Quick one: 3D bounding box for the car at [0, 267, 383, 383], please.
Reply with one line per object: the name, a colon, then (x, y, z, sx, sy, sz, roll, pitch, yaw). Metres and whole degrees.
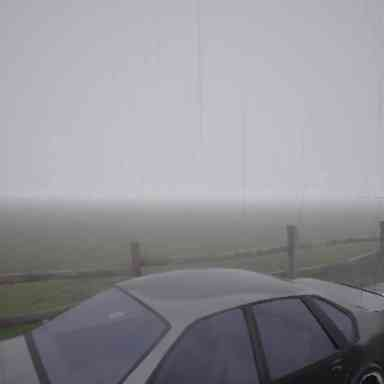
car: (-0.030, 1.507, 2.959, 5.357, 1.411, 2.033, 0, 1, -33)
